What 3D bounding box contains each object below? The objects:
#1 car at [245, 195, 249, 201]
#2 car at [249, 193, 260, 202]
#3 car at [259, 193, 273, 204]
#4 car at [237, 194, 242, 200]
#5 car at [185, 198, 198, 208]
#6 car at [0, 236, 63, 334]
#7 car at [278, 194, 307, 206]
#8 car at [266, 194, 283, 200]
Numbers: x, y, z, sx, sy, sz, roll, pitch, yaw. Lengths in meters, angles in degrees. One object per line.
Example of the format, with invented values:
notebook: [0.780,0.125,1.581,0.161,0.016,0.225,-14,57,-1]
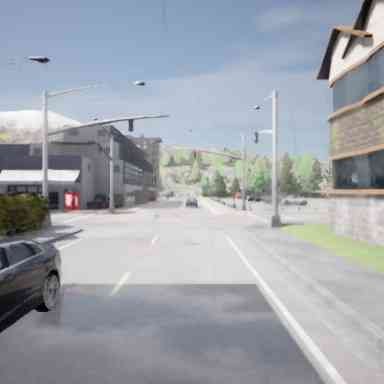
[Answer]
car: [13.712,1.098,70.043,4.605,1.855,1.932,0,0,0]
car: [14.126,1.078,67.138,3.866,1.878,1.905,0,0,0]
car: [14.135,1.157,54.343,5.027,1.636,2.152,0,0,0]
car: [13.837,1.371,88.627,3.633,1.501,1.845,0,0,0]
car: [-0.026,1.539,48.687,2.033,1.411,5.357,0,0,0]
car: [-3.583,1.492,4.956,2.128,1.511,4.902,0,0,0]
car: [14.463,1.237,47.926,3.806,1.475,1.970,0,0,0]
car: [21.259,1.381,85.651,3.806,1.475,1.970,0,0,0]
